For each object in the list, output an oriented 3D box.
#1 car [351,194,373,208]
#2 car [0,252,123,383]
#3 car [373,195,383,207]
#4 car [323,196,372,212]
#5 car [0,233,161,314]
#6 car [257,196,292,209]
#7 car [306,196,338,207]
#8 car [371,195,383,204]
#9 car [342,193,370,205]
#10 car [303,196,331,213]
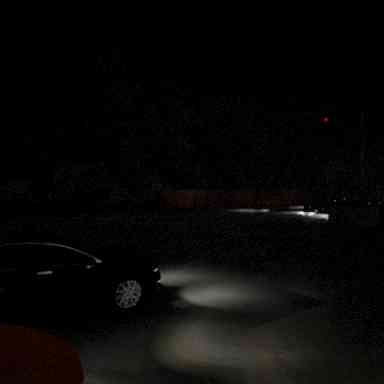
[{"bbox_3d":[22.097,1.260,41.123,5.008,1.535,1.882,0,0,-35],"label":"car"},{"bbox_3d":[-3.067,1.485,1.559,5.008,1.535,1.882,0,0,-35],"label":"car"},{"bbox_3d":[22.941,1.141,37.453,4.553,1.767,2.097,0,0,-35],"label":"car"},{"bbox_3d":[14.881,1.405,31.780,4.181,1.385,1.994,0,0,-35],"label":"car"},{"bbox_3d":[-2.891,1.501,5.984,4.892,1.490,1.837,0,0,-35],"label":"car"},{"bbox_3d":[10.238,1.313,41.332,5.008,1.535,1.882,0,0,-35],"label":"car"},{"bbox_3d":[18.466,1.287,47.131,4.892,1.490,1.837,0,0,-35],"label":"car"},{"bbox_3d":[33.522,1.230,58.076,5.357,1.411,2.033,0,0,-38],"label":"car"},{"bbox_3d":[25.913,1.085,52.443,4.553,1.767,2.097,0,0,-35],"label":"car"},{"bbox_3d":[13.667,1.401,35.196,4.181,1.385,1.994,0,0,-35],"label":"car"}]
